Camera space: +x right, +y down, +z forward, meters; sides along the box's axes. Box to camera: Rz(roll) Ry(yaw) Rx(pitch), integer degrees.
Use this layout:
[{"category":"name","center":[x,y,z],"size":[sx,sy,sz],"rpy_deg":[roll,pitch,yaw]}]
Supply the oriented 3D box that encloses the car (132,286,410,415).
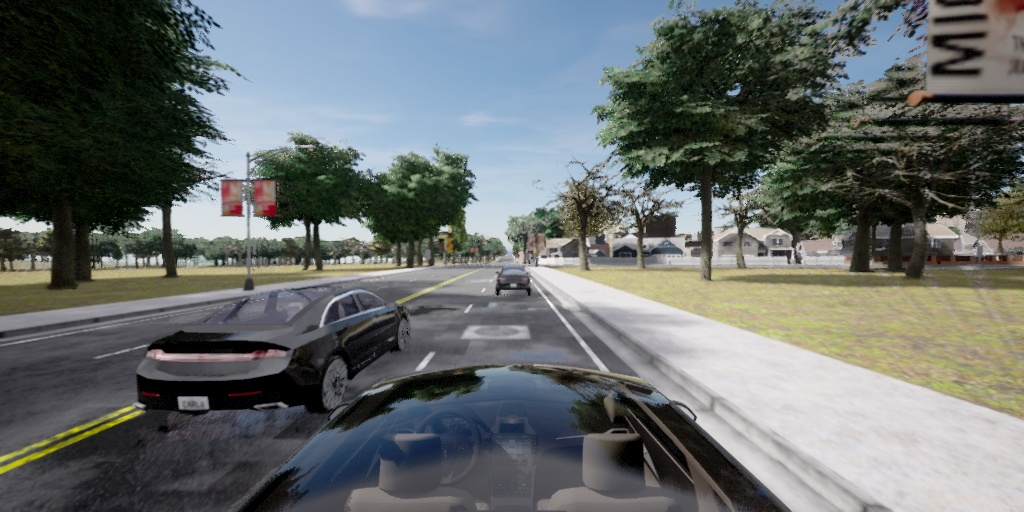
[{"category":"car","center":[-3.156,1.239,5.973],"size":[2.128,1.511,4.902],"rpy_deg":[0,0,0]}]

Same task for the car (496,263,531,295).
[{"category":"car","center":[0.072,1.271,19.807],"size":[1.812,1.442,4.674],"rpy_deg":[0,0,0]}]
